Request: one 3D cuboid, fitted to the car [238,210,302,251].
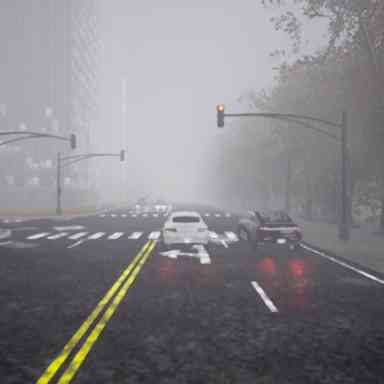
[{"bbox_3d":[3.123,1.521,14.172,2.128,1.511,4.902,0,0,-1],"label":"car"}]

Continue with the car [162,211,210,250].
[{"bbox_3d":[-0.320,1.558,14.398,1.812,1.442,4.674,0,0,-4],"label":"car"}]

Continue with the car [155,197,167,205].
[{"bbox_3d":[-5.578,1.645,60.246,2.128,1.511,4.902,0,0,-3],"label":"car"}]

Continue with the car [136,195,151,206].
[{"bbox_3d":[-8.745,1.675,58.764,1.812,1.442,4.674,0,0,-3],"label":"car"}]
